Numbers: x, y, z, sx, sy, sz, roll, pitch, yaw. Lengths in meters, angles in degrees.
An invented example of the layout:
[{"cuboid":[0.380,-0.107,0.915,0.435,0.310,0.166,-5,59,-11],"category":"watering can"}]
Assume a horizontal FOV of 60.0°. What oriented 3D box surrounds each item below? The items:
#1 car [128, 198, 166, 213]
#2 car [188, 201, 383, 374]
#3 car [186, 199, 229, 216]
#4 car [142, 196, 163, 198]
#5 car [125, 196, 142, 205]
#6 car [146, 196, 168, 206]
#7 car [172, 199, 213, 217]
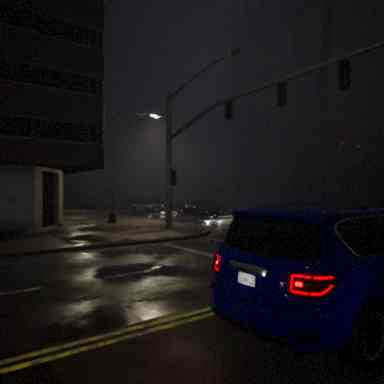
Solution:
[{"cuboid":[-5.123,1.621,37.746,1.895,1.301,4.718,0,0,-36],"category":"car"},{"cuboid":[2.866,1.227,5.883,5.566,2.045,2.150,0,0,-36],"category":"car"},{"cuboid":[1.497,1.529,34.593,1.837,1.490,4.892,0,0,-36],"category":"car"},{"cuboid":[-4.071,1.502,42.256,1.882,1.535,5.008,0,0,-36],"category":"car"},{"cuboid":[-9.290,1.382,55.384,2.097,1.767,4.553,0,0,-39],"category":"car"},{"cuboid":[-6.169,1.510,57.836,1.882,1.535,5.008,0,0,-32],"category":"car"},{"cuboid":[0.559,1.568,30.023,2.033,1.411,5.357,0,0,-31],"category":"car"}]
